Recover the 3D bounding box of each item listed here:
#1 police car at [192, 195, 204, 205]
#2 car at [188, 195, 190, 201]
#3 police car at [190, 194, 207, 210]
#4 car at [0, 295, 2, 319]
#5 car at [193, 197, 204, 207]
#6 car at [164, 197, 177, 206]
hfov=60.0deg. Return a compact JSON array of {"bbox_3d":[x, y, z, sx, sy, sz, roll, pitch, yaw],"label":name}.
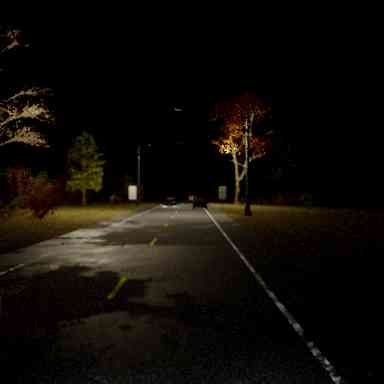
[{"bbox_3d":[1.054,1.464,60.761,1.930,1.638,5.238,0,0,0],"label":"police car"},{"bbox_3d":[0.043,1.375,79.865,1.882,1.535,5.008,0,0,0],"label":"car"},{"bbox_3d":[1.035,1.458,44.767,1.930,1.638,5.238,0,0,0],"label":"police car"},{"bbox_3d":[-3.601,1.603,2.433,1.895,1.301,4.718,0,0,0],"label":"car"},{"bbox_3d":[1.042,1.542,54.652,1.837,1.490,4.892,0,0,0],"label":"car"},{"bbox_3d":[-3.561,1.514,55.582,1.882,1.535,5.008,0,0,1],"label":"car"}]
